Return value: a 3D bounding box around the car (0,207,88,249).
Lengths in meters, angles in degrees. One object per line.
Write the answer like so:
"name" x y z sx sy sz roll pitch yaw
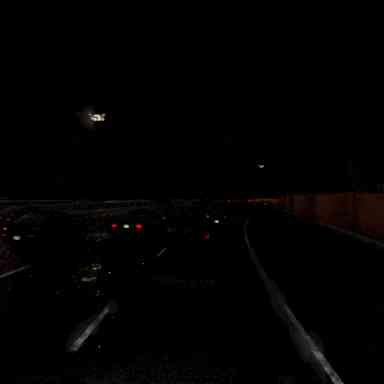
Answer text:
"car" -6.209 1.526 14.562 1.812 1.442 4.674 1 0 6

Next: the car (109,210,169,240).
"car" -2.615 1.633 17.544 2.033 1.411 5.357 1 0 8

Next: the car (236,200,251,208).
"car" 9.212 2.131 59.451 1.812 1.442 4.674 1 -1 25

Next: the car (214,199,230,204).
"car" 5.422 2.065 59.555 1.812 1.442 4.674 0 -1 24

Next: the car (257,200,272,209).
"car" 12.845 2.192 58.990 1.812 1.442 4.674 1 -1 25

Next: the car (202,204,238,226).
"car" 2.239 1.833 25.811 1.895 1.301 4.718 1 0 12

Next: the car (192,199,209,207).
"car" 1.565 1.997 59.447 1.812 1.442 4.674 0 -1 23

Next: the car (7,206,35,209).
"car" -9.263 1.503 18.657 1.812 1.442 4.674 1 -1 8
